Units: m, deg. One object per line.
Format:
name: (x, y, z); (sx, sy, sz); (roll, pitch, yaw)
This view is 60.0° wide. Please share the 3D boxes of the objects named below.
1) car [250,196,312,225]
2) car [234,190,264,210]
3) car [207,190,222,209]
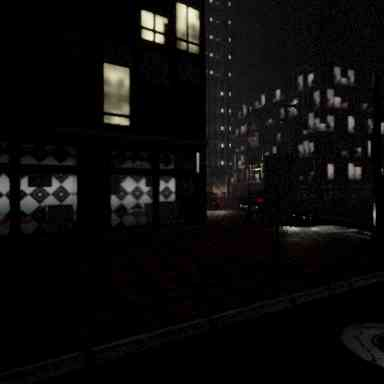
car: (6.141, 1.297, 22.758); (1.837, 1.490, 4.892); (-1, 1, -18)
car: (6.087, 0.854, 32.456); (2.150, 2.045, 5.566); (-1, 1, -18)
car: (1.415, 0.797, 37.136); (2.150, 2.045, 5.566); (-1, 1, -18)
